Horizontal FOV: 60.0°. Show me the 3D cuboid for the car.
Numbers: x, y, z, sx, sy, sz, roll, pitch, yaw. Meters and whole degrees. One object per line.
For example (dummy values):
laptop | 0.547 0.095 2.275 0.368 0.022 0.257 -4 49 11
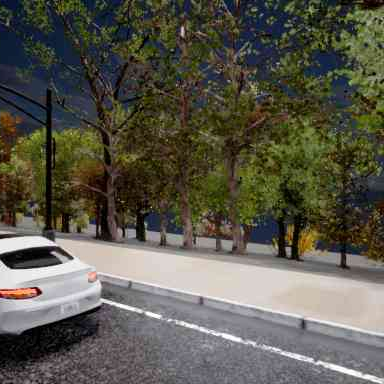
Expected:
car | -3.624 1.525 6.273 4.674 1.442 1.812 0 0 37
